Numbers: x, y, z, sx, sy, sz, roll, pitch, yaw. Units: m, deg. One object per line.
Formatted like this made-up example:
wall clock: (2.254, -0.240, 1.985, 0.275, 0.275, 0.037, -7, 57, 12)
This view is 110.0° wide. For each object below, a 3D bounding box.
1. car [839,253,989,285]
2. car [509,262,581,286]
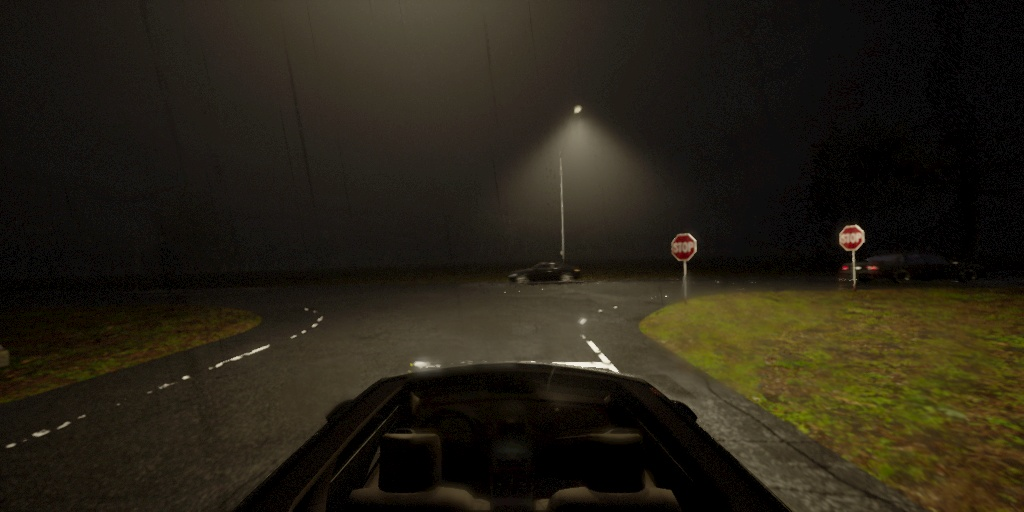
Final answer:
car: (18.539, 0.565, 16.719, 5.357, 1.411, 2.033, -1, -2, -1)
car: (2.127, 1.113, 23.403, 4.674, 1.442, 1.812, -2, 0, -1)
